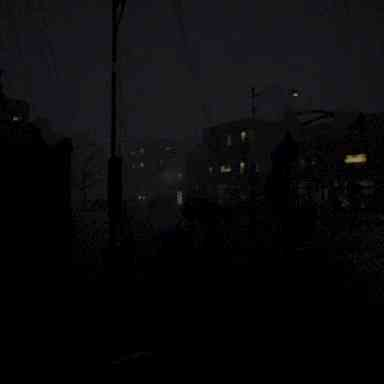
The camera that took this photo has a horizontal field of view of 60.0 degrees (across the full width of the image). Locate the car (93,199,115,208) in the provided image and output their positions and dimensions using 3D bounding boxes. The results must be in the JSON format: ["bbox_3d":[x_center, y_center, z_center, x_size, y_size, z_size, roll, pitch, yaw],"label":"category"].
[{"bbox_3d":[-15.651,1.924,58.815,2.128,1.511,4.902,1,-1,-35],"label":"car"}]

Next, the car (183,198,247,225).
[{"bbox_3d":[1.267,1.335,24.460,2.192,1.841,5.009,0,-1,-35],"label":"car"}]

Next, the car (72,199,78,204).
[{"bbox_3d":[-26.650,2.257,79.372,1.802,1.307,4.206,0,-1,-35],"label":"car"}]

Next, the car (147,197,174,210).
[{"bbox_3d":[-4.505,1.626,47.470,2.192,1.841,5.009,0,-1,-35],"label":"car"}]

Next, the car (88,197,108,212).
[{"bbox_3d":[-11.387,1.669,42.690,1.967,1.590,4.097,0,-1,-35],"label":"car"}]

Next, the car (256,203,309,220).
[{"bbox_3d":[8.152,1.667,29.238,1.947,1.339,4.313,0,-1,-35],"label":"car"}]

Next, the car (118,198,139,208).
[{"bbox_3d":[-10.832,1.855,56.585,1.967,1.590,4.097,0,-1,-35],"label":"car"}]

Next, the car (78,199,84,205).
[{"bbox_3d":[-23.486,2.205,74.814,1.802,1.307,4.206,0,-1,-35],"label":"car"}]

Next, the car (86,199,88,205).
[{"bbox_3d":[-20.322,2.116,70.257,1.887,1.381,4.507,0,-1,-35],"label":"car"}]

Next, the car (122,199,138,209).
[{"bbox_3d":[-9.961,1.817,50.703,1.882,1.535,5.008,1,-1,-35],"label":"car"}]

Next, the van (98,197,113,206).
[{"bbox_3d":[-17.160,1.860,65.701,1.690,1.788,3.998,0,-1,-35],"label":"van"}]

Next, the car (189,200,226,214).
[{"bbox_3d":[1.727,1.733,38.493,1.752,1.417,4.829,0,-1,-35],"label":"car"}]

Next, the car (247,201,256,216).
[{"bbox_3d":[4.988,1.594,33.797,1.967,1.590,4.097,0,-1,-35],"label":"car"}]
